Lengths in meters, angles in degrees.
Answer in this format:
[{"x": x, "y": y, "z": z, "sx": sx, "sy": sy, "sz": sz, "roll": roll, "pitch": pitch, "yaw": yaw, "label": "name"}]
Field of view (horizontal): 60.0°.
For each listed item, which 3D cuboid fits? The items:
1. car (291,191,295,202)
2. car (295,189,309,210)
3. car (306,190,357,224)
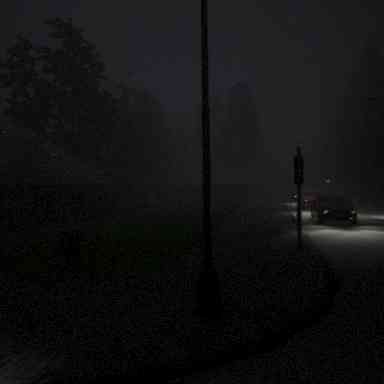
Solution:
[{"x": 12.498, "y": 0.372, "z": 38.160, "sx": 1.812, "sy": 1.442, "sz": 4.674, "roll": -1, "pitch": 1, "yaw": 13, "label": "car"}, {"x": 10.128, "y": 0.607, "z": 28.239, "sx": 1.882, "sy": 1.535, "sz": 5.008, "roll": -1, "pitch": 1, "yaw": 13, "label": "car"}, {"x": 8.000, "y": 0.865, "z": 19.143, "sx": 1.882, "sy": 1.535, "sz": 5.008, "roll": -1, "pitch": 1, "yaw": 13, "label": "car"}]
